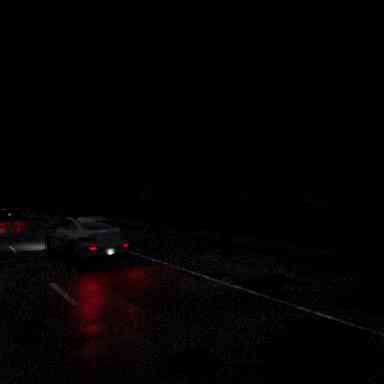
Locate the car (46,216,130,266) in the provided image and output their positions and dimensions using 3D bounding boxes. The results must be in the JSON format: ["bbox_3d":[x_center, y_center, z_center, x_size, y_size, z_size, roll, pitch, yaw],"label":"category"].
[{"bbox_3d":[-3.818,1.567,11.866,1.812,1.442,4.674,0,0,-36],"label":"car"}]

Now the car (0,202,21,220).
[{"bbox_3d":[-16.009,1.590,28.583,2.128,1.511,4.902,0,0,-36],"label":"car"}]
